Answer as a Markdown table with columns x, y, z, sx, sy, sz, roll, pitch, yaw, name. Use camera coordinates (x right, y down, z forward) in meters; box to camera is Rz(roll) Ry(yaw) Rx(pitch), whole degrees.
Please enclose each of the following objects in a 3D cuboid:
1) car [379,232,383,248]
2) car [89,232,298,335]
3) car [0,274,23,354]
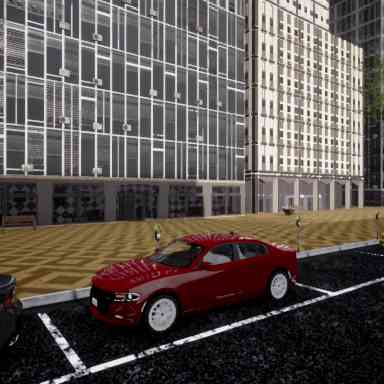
| x | y | z | sx | sy | sz | roll | pitch | yaw | name |
| --- | --- | --- | --- | --- | --- | --- | --- | --- | --- |
| 9.125 | 1.529 | 13.038 | 4.829 | 1.417 | 1.752 | 0 | 0 | -35 | car |
| 0.244 | 1.545 | 6.726 | 4.507 | 1.381 | 1.887 | 0 | 0 | -35 | car |
| -4.265 | 1.551 | 3.520 | 4.403 | 1.369 | 2.008 | 0 | 0 | -35 | car |
